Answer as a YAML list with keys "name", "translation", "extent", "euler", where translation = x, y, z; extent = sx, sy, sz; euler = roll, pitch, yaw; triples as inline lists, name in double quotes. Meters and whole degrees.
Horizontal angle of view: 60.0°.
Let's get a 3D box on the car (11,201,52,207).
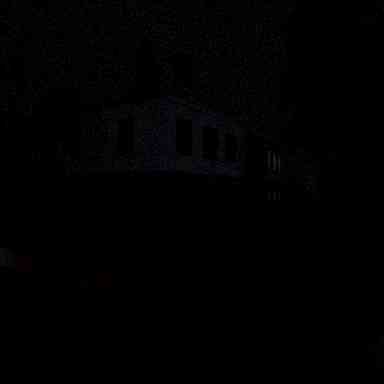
- name: "car"
  translation: [-14.643, 1.528, 29.155]
  extent: [2.033, 1.411, 5.357]
  euler: [0, 0, 29]
